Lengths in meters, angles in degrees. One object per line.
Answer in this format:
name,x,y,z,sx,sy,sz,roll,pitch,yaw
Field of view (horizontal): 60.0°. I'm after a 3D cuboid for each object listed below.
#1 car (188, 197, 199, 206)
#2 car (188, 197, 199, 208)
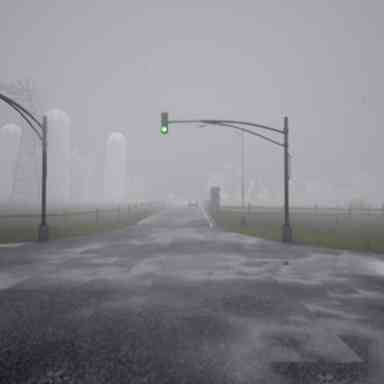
car,0.302,1.922,69.329,2.097,1.767,4.553,0,-1,0
car,0.250,2.065,58.935,2.128,1.511,4.902,0,-1,0
